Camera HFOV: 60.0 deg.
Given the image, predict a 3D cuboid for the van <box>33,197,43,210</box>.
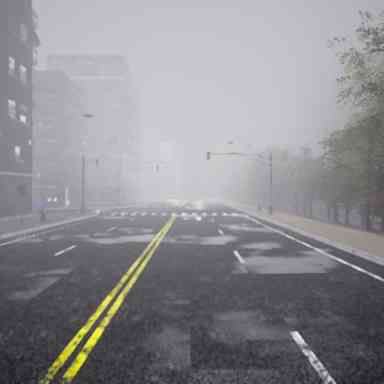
[{"bbox_3d":[-22.721,1.606,46.408,3.998,1.788,1.690,-1,1,-1],"label":"van"}]
